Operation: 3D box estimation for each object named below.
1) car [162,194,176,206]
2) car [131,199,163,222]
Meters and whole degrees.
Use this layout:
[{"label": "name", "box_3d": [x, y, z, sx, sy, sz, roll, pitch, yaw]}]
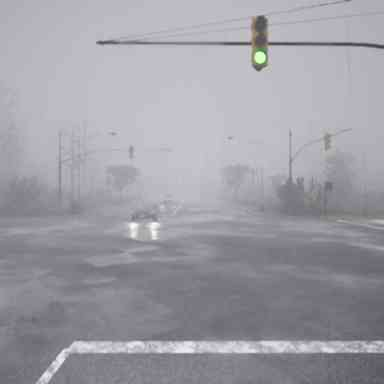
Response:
[{"label": "car", "box_3d": [-3.596, 1.169, 51.642, 2.097, 1.767, 4.553, 0, 0, 0]}, {"label": "car", "box_3d": [-3.547, 1.456, 26.011, 1.812, 1.442, 4.674, 0, 0, 0]}]
